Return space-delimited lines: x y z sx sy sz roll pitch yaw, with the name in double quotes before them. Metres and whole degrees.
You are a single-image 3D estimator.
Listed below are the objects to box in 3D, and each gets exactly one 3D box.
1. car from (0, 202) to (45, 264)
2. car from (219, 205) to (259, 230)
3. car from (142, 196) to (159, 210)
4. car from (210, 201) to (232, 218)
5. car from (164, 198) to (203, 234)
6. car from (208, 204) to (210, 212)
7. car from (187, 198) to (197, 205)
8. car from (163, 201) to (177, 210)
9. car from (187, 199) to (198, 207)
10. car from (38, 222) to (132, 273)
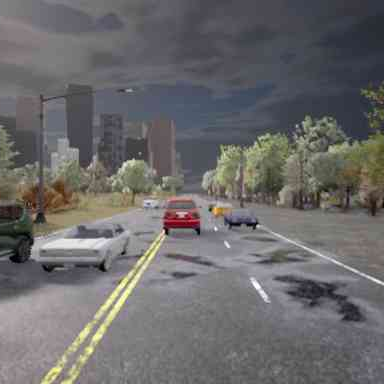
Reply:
"car" -6.607 1.325 9.502 2.150 2.045 5.566 0 -1 0
"car" 3.236 1.828 23.006 1.895 1.301 4.718 0 -1 0
"car" -6.632 1.740 53.687 2.150 2.045 5.566 0 0 0
"car" 3.225 1.816 33.980 1.882 1.535 5.008 0 -1 0
"car" -0.532 1.443 21.028 2.150 2.045 5.566 0 0 1
"car" 3.217 1.944 45.013 2.163 1.488 4.792 0 -1 0
"car" -0.059 2.212 76.607 2.128 1.511 4.902 0 0 0
"car" -3.382 2.114 52.919 1.895 1.301 4.718 0 0 0
"car" 0.031 2.106 66.003 2.128 1.511 4.902 0 0 0
"car" -3.359 1.723 11.291 1.895 1.301 4.718 0 -1 0
